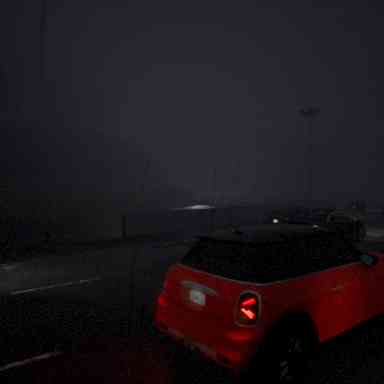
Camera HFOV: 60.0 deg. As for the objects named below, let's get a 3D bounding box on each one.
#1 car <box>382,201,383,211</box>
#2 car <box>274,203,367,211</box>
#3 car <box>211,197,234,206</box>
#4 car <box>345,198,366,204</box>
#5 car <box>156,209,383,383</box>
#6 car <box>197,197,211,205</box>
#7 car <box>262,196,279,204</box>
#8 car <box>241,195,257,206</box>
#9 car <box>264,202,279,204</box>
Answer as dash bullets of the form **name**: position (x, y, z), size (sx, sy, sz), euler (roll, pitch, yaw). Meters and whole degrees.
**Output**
- **car**: position (20.071, 1.332, 33.073), size (1.994, 1.385, 4.181), euler (0, 0, 29)
- **car**: position (5.382, 1.421, 13.477), size (4.902, 1.511, 2.128), euler (-1, 0, -44)
- **car**: position (4.824, 1.456, 50.140), size (1.895, 1.301, 4.718), euler (0, 0, 21)
- **car**: position (17.339, 1.311, 35.334), size (1.812, 1.442, 4.674), euler (0, 0, 29)
- **car**: position (1.728, 1.328, 5.512), size (4.553, 1.767, 2.097), euler (-1, 0, -39)
- **car**: position (2.357, 1.468, 53.556), size (1.895, 1.301, 4.718), euler (0, 0, 19)
- **car**: position (11.146, 1.287, 47.291), size (1.882, 1.535, 5.008), euler (0, 0, 21)
- **car**: position (8.850, 1.298, 51.113), size (1.882, 1.535, 5.008), euler (0, 0, 19)
- **car**: position (5.705, 1.479, 18.839), size (1.994, 1.385, 4.181), euler (0, 0, 43)
